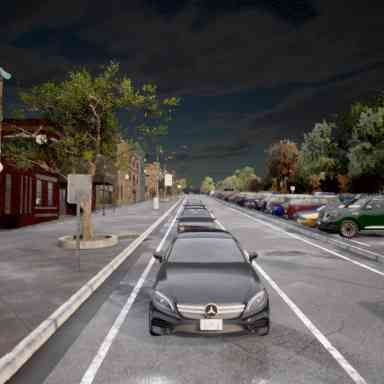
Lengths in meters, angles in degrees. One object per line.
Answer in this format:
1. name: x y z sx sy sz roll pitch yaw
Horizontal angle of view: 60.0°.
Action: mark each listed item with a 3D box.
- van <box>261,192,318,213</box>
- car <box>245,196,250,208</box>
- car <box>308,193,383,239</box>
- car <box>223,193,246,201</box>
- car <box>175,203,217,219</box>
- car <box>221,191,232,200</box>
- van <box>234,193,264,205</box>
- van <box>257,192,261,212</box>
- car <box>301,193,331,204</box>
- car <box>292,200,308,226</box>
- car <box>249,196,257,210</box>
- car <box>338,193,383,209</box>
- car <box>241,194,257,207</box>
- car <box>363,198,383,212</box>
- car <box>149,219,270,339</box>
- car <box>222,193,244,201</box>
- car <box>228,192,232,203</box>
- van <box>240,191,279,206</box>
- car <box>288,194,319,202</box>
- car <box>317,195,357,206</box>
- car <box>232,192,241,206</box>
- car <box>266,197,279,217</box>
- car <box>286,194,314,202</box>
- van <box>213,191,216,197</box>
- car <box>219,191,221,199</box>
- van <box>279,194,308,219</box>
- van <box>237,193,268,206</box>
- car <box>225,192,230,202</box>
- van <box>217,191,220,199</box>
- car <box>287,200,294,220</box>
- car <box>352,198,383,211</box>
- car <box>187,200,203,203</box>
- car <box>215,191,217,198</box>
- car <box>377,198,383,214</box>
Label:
1. van: 9.075 1.229 31.025 4.442 1.987 1.878 0 0 0
2. car: 9.132 1.463 39.439 4.674 1.452 2.002 0 0 0
3. car: 9.258 1.220 17.005 5.566 2.045 2.435 0 0 0
4. car: 8.896 1.035 70.274 4.553 1.767 2.185 0 1 0
5. car: 0.199 1.531 17.382 2.033 1.411 5.357 0 0 0
6. car: 8.936 0.960 64.667 5.566 2.045 2.435 0 1 0
7. van: 9.157 1.086 53.456 4.442 1.987 1.878 0 1 0
8. van: 9.289 1.220 33.828 4.442 1.987 1.878 0 0 0
9. car: 22.110 1.132 59.605 4.553 1.767 2.185 0 1 0
10. car: 9.082 1.465 19.808 5.366 1.575 1.946 0 0 0
11. car: 9.183 1.468 36.631 4.792 1.488 2.163 0 0 0
12. car: 22.163 1.151 42.948 5.566 2.045 2.435 0 0 0
13. car: 9.122 1.406 42.242 4.892 1.521 2.231 0 0 0
14. car: 22.199 1.467 37.392 4.792 1.488 2.163 0 0 0
15. car: 0.255 1.523 6.803 1.812 1.442 4.674 0 0 0
16. car: 8.877 1.010 73.078 4.553 1.767 2.185 0 1 0
17. car: 9.015 1.288 56.260 4.892 1.521 2.231 0 1 0
18. van: 9.214 1.161 45.048 4.442 1.987 1.878 0 0 0
19. car: 21.856 1.205 65.155 5.366 1.575 1.946 0 1 0
20. car: 22.321 1.330 51.279 5.366 1.575 1.946 0 1 0
21. car: 9.050 1.111 47.848 5.566 2.045 2.435 0 1 0
22. car: 9.205 1.458 28.219 5.008 1.535 2.097 0 0 0
23. car: 22.028 1.185 67.932 4.892 1.521 2.231 0 1 0
24. van: 8.678 0.759 89.895 4.442 1.987 1.878 0 1 0
25. car: 8.917 0.935 67.470 5.566 2.045 2.435 0 1 0
26. van: 9.346 1.236 25.416 4.442 1.987 1.878 0 0 0
27. van: 9.176 1.111 50.653 4.442 1.987 1.878 0 1 0
28. car: 8.981 1.276 61.867 4.674 1.452 2.002 0 1 0
29. van: 8.754 0.860 78.682 4.442 1.987 1.878 0 1 0
30. car: 9.251 1.505 22.613 4.674 1.452 2.002 0 0 0
31. car: 22.239 1.450 40.176 4.792 1.488 2.163 0 0 0
32. car: 0.230 1.441 29.830 2.128 1.511 4.902 0 0 0
33. car: 8.846 1.060 81.488 5.008 1.535 2.097 0 1 0
34. car: 22.432 1.442 34.622 5.366 1.575 1.946 0 0 0
